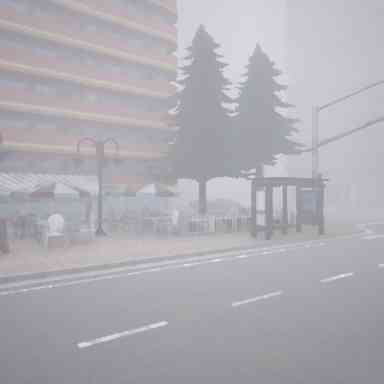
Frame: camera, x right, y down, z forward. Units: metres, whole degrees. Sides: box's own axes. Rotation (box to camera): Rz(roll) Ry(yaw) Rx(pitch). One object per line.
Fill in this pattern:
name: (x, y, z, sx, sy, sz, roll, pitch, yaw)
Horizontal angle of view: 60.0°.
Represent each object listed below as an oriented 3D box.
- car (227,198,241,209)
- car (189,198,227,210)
car: (4.652, 1.616, 45.986, 1.837, 1.490, 4.892, 0, 0, -36)
car: (1.804, 1.665, 43.951, 2.033, 1.411, 5.357, 0, 0, -36)
